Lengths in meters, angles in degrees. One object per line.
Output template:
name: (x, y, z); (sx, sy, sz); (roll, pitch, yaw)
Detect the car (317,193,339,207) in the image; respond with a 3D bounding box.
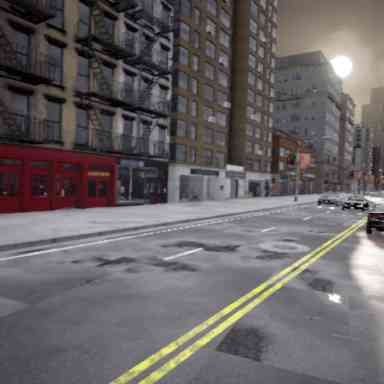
car: (15.406, 0.854, 37.035); (1.994, 1.385, 4.181); (3, 2, 33)

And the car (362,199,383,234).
car: (9.993, 1.248, 16.633); (1.882, 1.535, 5.008); (3, 2, 33)

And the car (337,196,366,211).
car: (15.165, 1.084, 30.777); (1.895, 1.301, 4.718); (3, 2, 33)
